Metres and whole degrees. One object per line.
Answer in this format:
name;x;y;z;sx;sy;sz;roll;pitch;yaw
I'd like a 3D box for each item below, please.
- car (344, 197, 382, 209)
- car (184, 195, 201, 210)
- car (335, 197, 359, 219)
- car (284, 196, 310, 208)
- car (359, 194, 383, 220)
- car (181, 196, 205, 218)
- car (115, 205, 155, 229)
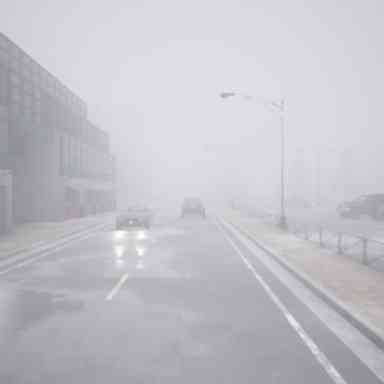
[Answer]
car;21.295;1.363;41.487;3.806;1.475;1.970;0;0;0
car;0.039;1.314;43.344;2.097;1.767;4.553;0;0;1
car;13.743;1.090;25.881;4.605;1.855;1.932;0;0;0
car;13.873;1.350;44.464;3.633;1.501;1.845;0;0;0
car;14.157;1.072;22.975;3.866;1.878;1.905;0;0;0
car;0.087;1.325;30.034;2.097;1.767;4.553;0;0;0
car;-3.510;1.548;21.137;1.994;1.385;4.181;0;0;0
